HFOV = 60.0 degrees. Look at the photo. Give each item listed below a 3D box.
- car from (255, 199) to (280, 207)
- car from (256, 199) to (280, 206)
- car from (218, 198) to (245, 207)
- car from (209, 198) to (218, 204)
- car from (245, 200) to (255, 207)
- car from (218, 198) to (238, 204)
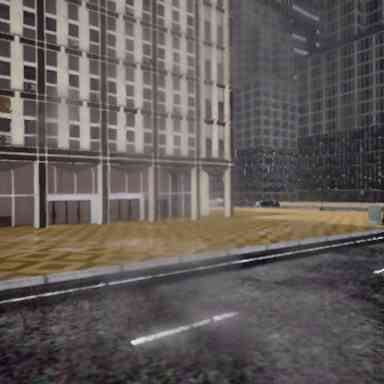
[{"bbox_3d":[14.905,2.132,64.496,1.994,1.385,4.181,-1,0,-35],"label":"car"},{"bbox_3d":[15.746,2.116,68.927,1.895,1.301,4.718,-1,0,-35],"label":"car"},{"bbox_3d":[7.521,2.256,63.595,1.994,1.385,4.181,-1,0,-35],"label":"car"},{"bbox_3d":[5.885,2.173,77.227,1.812,1.442,4.674,-1,0,-35],"label":"car"},{"bbox_3d":[10.249,2.204,65.408,2.033,1.411,5.357,-1,0,-35],"label":"car"},{"bbox_3d":[8.537,2.140,79.105,2.128,1.511,4.902,-1,0,-35],"label":"car"}]
